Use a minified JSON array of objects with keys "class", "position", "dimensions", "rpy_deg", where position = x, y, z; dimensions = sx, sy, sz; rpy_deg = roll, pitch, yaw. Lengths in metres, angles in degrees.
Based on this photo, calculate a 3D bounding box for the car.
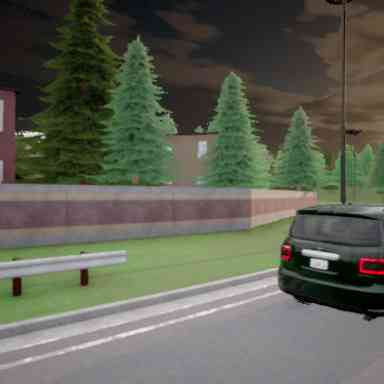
[{"class":"car","position":[4.142,1.283,7.183],"dimensions":[5.566,2.045,2.150],"rpy_deg":[0,0,-40]}]
